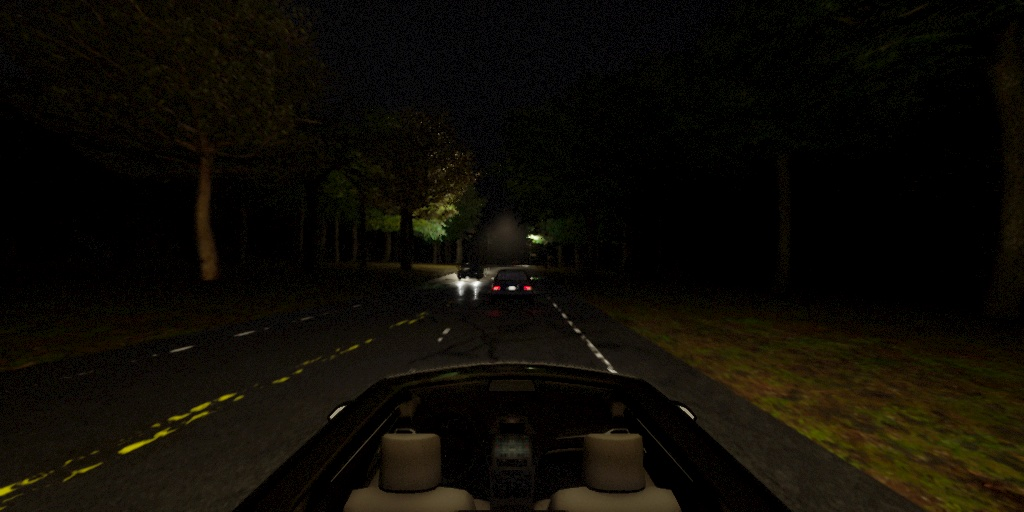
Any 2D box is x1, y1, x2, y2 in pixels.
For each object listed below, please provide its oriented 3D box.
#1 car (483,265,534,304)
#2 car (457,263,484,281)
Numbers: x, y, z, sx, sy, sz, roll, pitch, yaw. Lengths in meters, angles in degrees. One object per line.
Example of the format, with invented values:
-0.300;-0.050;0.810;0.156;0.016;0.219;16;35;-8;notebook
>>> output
0.008;1.309;16.463;2.033;1.411;5.357;0;0;0;car
-3.465;1.290;30.746;2.033;1.411;5.357;0;0;1;car
